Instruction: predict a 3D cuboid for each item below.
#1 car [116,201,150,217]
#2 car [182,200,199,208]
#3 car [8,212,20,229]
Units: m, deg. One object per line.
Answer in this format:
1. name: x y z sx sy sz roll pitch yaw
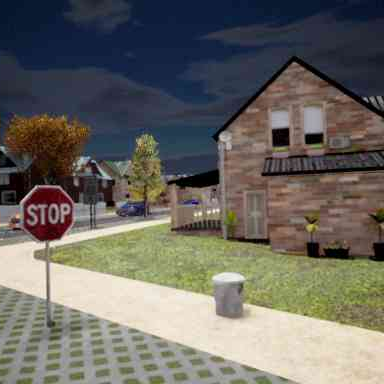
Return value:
1. car: -6.426 1.734 36.469 2.097 1.767 4.553 -2 -1 17
2. car: -0.252 2.084 56.218 1.882 1.535 5.008 -2 -2 17
3. car: -10.476 1.591 23.307 2.097 1.767 4.553 -2 -1 17
